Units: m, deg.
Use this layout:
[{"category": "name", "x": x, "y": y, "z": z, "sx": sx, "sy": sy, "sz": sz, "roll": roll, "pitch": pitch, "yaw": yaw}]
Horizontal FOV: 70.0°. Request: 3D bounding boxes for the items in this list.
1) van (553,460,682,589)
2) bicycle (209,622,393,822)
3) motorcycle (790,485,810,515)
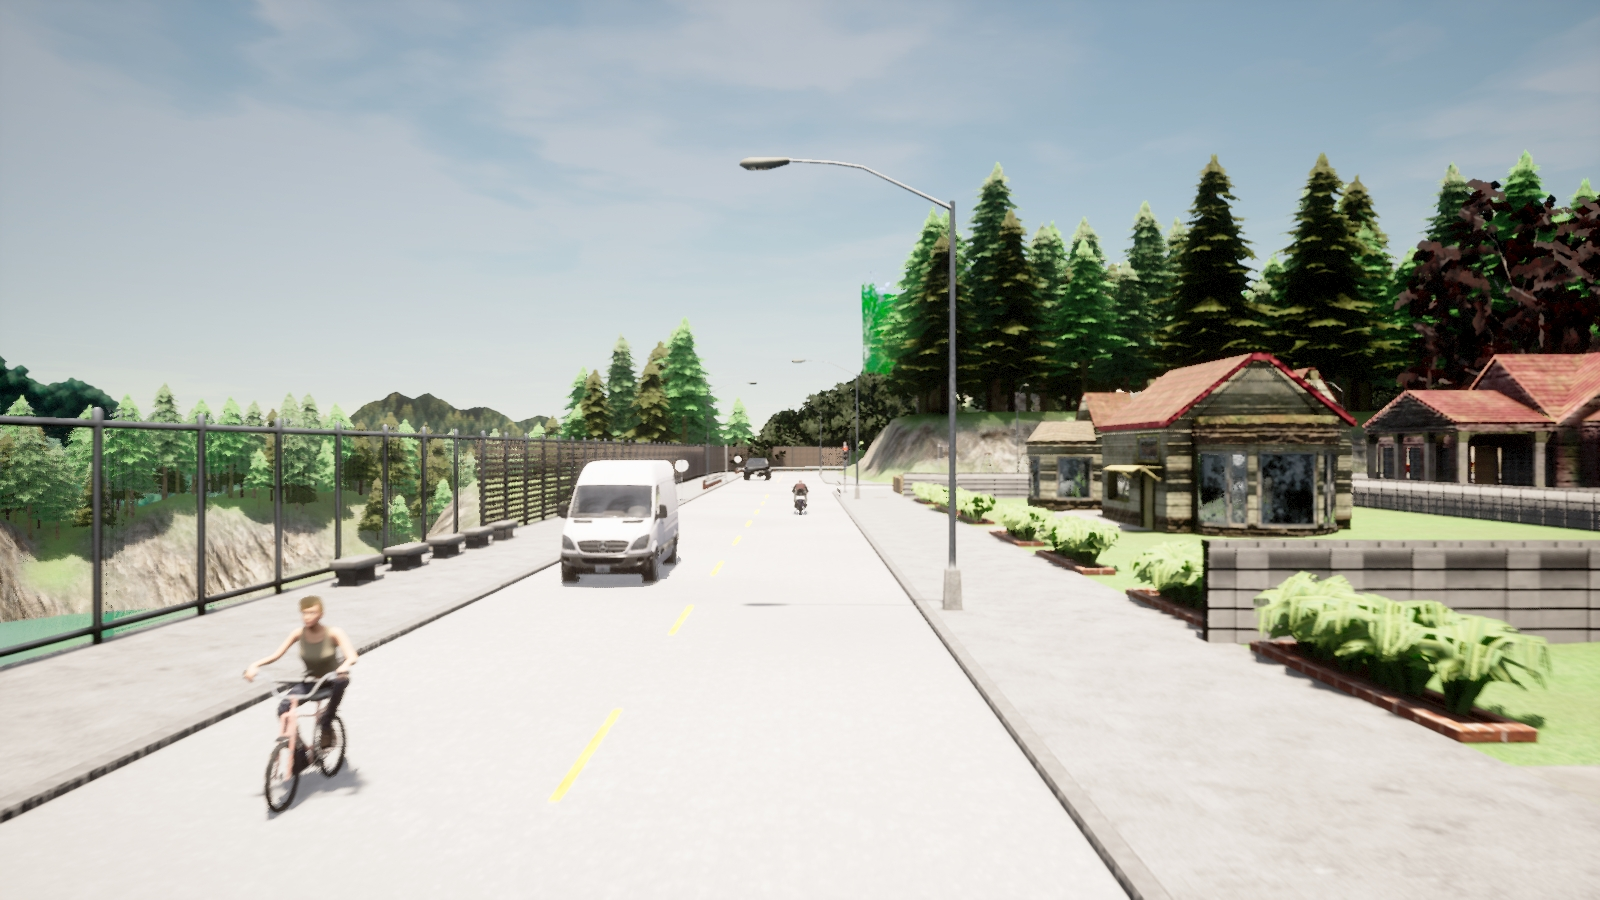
[{"category": "van", "x": -3.989, "y": 1.535, "z": 25.996, "sx": 1.988, "sy": 2.561, "sz": 5.915, "roll": 0, "pitch": 0, "yaw": 0}, {"category": "bicycle", "x": -4.012, "y": 2.158, "z": 9.327, "sx": 0.859, "sy": 1.276, "sz": 1.487, "roll": 0, "pitch": 0, "yaw": 0}, {"category": "motorcycle", "x": 0.021, "y": 2.205, "z": 50.718, "sx": 0.867, "sy": 1.251, "sz": 2.209, "roll": 0, "pitch": 0, "yaw": 0}]
